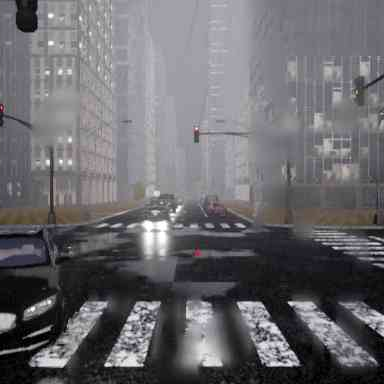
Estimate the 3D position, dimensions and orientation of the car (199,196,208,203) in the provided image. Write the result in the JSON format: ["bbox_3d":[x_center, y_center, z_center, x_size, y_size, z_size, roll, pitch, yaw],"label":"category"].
[{"bbox_3d":[2.427,1.496,70.779,1.887,1.381,4.507,-1,0,0],"label":"car"}]

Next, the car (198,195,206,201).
[{"bbox_3d":[2.408,1.522,81.828,1.802,1.307,4.206,-1,0,0],"label":"car"}]

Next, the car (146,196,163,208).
[{"bbox_3d":[-5.415,1.411,48.642,1.967,1.590,4.097,-1,0,0],"label":"car"}]

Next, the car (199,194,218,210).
[{"bbox_3d":[2.461,1.290,43.157,2.192,1.841,5.009,-1,0,0],"label":"car"}]

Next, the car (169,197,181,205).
[{"bbox_3d":[-2.911,1.564,58.307,1.895,1.301,4.718,0,0,0],"label":"car"}]

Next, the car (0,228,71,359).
[{"bbox_3d":[-3.388,1.488,6.147,2.128,1.511,4.902,1,0,-22],"label":"car"}]

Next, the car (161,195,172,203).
[{"bbox_3d":[-5.455,1.391,70.740,1.967,1.590,4.097,-1,0,0],"label":"car"}]

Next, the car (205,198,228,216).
[{"bbox_3d":[2.464,1.564,32.107,1.802,1.307,4.206,-1,0,0],"label":"car"}]

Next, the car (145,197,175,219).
[{"bbox_3d":[-2.906,1.476,28.772,2.128,1.511,4.902,0,0,0],"label":"car"}]

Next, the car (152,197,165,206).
[{"bbox_3d":[-5.423,1.548,54.167,1.802,1.307,4.206,-1,0,0],"label":"car"}]

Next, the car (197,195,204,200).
[{"bbox_3d":[2.387,1.473,92.877,1.887,1.381,4.507,-1,0,0],"label":"car"}]

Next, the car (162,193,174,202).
[{"bbox_3d":[-5.466,1.261,76.265,2.192,1.841,5.009,-1,0,0],"label":"car"}]

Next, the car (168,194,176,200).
[{"bbox_3d":[-5.495,1.369,92.838,1.967,1.590,4.097,-1,0,0],"label":"car"}]

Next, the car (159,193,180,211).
[{"bbox_3d":[-2.921,1.199,38.640,2.150,2.045,5.566,0,0,0],"label":"car"}]

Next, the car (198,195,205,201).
[{"bbox_3d":[2.396,1.460,87.523,1.752,1.417,4.829,-1,0,0],"label":"car"}]
